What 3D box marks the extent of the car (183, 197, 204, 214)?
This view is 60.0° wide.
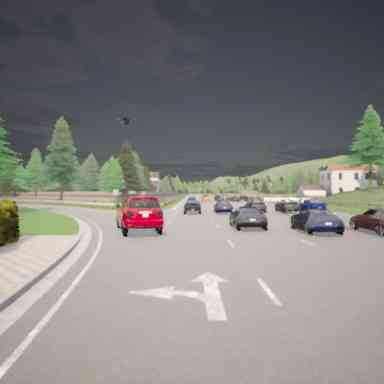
[{"bbox_3d":[0.078,1.612,37.392,1.837,1.490,4.892,0,0,0],"label":"car"}]

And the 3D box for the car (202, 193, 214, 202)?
[{"bbox_3d":[3.451,1.580,81.007,2.097,1.767,4.553,0,0,0],"label":"car"}]

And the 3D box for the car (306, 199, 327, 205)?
[{"bbox_3d":[14.077,1.591,38.931,1.882,1.535,5.008,0,0,0],"label":"car"}]

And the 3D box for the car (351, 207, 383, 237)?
[{"bbox_3d":[10.574,1.580,18.431,1.812,1.442,4.674,0,0,0],"label":"car"}]

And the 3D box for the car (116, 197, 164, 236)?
[{"bbox_3d":[-3.114,1.277,19.277,2.150,2.045,5.566,0,0,-17],"label":"car"}]

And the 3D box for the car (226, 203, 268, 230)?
[{"bbox_3d":[3.587,1.627,21.654,1.994,1.385,4.181,0,0,0],"label":"car"}]

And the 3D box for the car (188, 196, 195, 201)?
[{"bbox_3d":[-0.055,1.689,91.069,1.895,1.301,4.718,0,0,0],"label":"car"}]

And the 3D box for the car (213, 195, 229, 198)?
[{"bbox_3d":[6.951,1.749,80.622,2.128,1.511,4.902,0,0,0],"label":"car"}]

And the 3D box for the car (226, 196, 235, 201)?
[{"bbox_3d":[10.445,1.690,91.075,1.895,1.301,4.718,0,0,0],"label":"car"}]

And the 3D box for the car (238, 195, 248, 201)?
[{"bbox_3d":[13.945,1.595,91.047,1.837,1.490,4.892,0,0,0],"label":"car"}]

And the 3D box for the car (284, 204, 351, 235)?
[{"bbox_3d":[7.090,1.620,19.271,1.994,1.385,4.181,0,0,0],"label":"car"}]

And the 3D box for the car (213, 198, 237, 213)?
[{"bbox_3d":[3.577,1.674,38.082,1.994,1.385,4.181,0,0,0],"label":"car"}]

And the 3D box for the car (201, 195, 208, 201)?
[{"bbox_3d":[3.445,1.594,91.041,1.837,1.490,4.892,0,0,0],"label":"car"}]

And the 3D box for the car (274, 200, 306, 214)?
[{"bbox_3d":[10.577,1.600,37.322,2.128,1.511,4.902,0,0,0],"label":"car"}]

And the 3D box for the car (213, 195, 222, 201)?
[{"bbox_3d":[6.945,1.594,91.043,1.837,1.490,4.892,0,0,0],"label":"car"}]

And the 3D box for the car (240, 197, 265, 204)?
[{"bbox_3d":[7.077,1.599,37.319,2.128,1.511,4.902,0,0,0],"label":"car"}]

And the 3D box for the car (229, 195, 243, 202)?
[{"bbox_3d":[10.451,1.764,80.625,2.033,1.411,5.357,0,0,0],"label":"car"}]

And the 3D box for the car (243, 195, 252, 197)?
[{"bbox_3d":[13.951,1.764,80.627,2.033,1.411,5.357,0,0,0],"label":"car"}]
